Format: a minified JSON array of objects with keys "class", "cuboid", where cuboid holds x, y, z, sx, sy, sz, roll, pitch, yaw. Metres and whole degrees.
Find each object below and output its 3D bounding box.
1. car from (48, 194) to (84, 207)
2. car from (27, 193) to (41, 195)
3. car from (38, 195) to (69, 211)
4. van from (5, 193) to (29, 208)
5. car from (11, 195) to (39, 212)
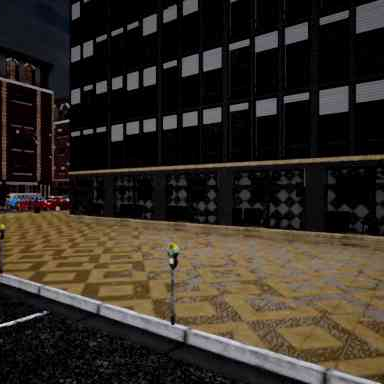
[{"class":"car","cuboid":[-16.751,1.079,44.230,1.967,1.590,4.097,1,1,35]},{"class":"car","cuboid":[-16.780,1.213,39.904,1.812,1.442,4.674,0,1,35]},{"class":"car","cuboid":[-13.512,1.269,35.105,1.887,1.381,4.507,1,1,35]},{"class":"van","cuboid":[-19.988,1.050,39.590,1.690,1.788,3.998,1,1,35]},{"class":"car","cuboid":[-16.380,1.300,35.353,1.994,1.385,4.181,0,1,35]}]
